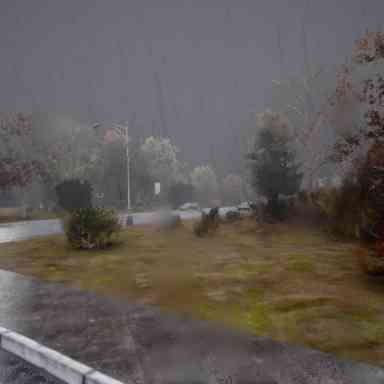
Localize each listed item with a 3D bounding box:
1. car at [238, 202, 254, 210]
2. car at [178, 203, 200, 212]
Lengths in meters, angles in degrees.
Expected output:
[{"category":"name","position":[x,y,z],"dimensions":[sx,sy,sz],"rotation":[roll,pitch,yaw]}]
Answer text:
[{"category":"car","position":[8.652,2.206,51.479],"dimensions":[1.994,1.385,4.181],"rotation":[-3,-2,32]},{"category":"car","position":[-0.445,2.600,56.937],"dimensions":[1.837,1.490,4.892],"rotation":[-3,-2,33]}]
